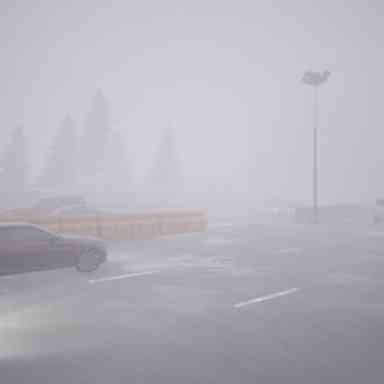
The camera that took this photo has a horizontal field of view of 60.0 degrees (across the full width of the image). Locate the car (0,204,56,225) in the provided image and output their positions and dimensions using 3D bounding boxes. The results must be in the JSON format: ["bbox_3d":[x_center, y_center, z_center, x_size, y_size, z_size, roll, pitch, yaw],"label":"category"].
[{"bbox_3d":[-12.737,1.639,25.155,4.181,1.385,1.994,1,0,-37],"label":"car"}]

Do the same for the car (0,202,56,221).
[{"bbox_3d":[-14.585,1.630,28.095,5.357,1.411,2.033,1,0,-37],"label":"car"}]

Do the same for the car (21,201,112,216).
[{"bbox_3d":[-7.390,1.558,20.419,5.008,1.535,1.882,1,0,-38],"label":"car"}]

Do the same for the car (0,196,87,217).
[{"bbox_3d":[-9.829,1.300,22.922,5.566,2.045,2.150,0,0,-37],"label":"car"}]

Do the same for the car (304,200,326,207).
[{"bbox_3d":[19.855,1.983,52.775,1.812,1.442,4.674,0,0,38],"label":"car"}]

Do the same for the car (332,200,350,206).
[{"bbox_3d":[22.785,1.989,50.853,1.812,1.442,4.674,0,0,37],"label":"car"}]

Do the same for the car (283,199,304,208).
[{"bbox_3d":[17.519,1.950,55.473,2.128,1.511,4.902,0,0,37],"label":"car"}]

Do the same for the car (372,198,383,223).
[{"bbox_3d":[16.648,1.500,27.294,2.150,2.045,5.566,0,0,44],"label":"car"}]

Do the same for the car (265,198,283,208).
[{"bbox_3d":[14.276,1.800,56.999,2.097,1.767,4.553,0,0,38],"label":"car"}]

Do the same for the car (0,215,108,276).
[{"bbox_3d":[-4.661,1.552,9.100,4.674,1.442,1.812,0,0,-36],"label":"car"}]
